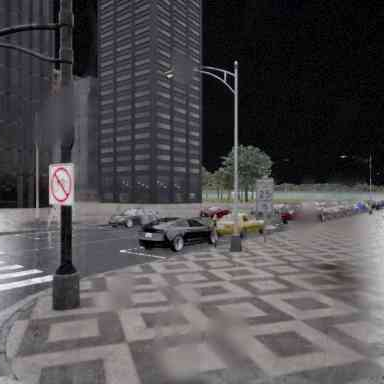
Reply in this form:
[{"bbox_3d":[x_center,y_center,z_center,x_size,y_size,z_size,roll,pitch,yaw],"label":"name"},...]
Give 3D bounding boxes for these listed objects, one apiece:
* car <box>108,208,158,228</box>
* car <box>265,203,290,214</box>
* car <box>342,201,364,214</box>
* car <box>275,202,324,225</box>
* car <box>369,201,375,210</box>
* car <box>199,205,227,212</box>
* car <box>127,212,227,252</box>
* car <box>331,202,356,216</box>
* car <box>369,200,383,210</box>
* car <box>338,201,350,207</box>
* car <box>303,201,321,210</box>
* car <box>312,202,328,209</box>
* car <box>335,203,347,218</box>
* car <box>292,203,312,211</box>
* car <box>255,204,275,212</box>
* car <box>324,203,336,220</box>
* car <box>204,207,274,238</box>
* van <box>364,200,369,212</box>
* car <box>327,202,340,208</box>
[{"bbox_3d":[-4.155,1.844,24.396,2.008,1.369,4.403,-1,-1,36],"label":"car"},{"bbox_3d":[12.244,2.307,47.358,2.008,1.369,4.403,-1,-2,36],"label":"car"},{"bbox_3d":[22.458,2.295,46.994,1.967,1.590,4.097,-1,-2,36],"label":"car"},{"bbox_3d":[9.336,1.792,28.627,2.192,1.841,5.009,-1,-2,36],"label":"car"},{"bbox_3d":[29.020,2.593,56.177,2.008,1.369,4.403,-1,-2,36],"label":"car"},{"bbox_3d":[2.405,2.018,33.582,1.887,1.381,4.507,-1,-2,36],"label":"car"},{"bbox_3d":[-0.502,1.776,14.843,1.947,1.339,4.313,-1,-2,36],"label":"car"},{"bbox_3d":[19.178,2.305,42.398,1.887,1.381,4.507,-1,-2,36],"label":"car"},{"bbox_3d":[35.580,2.540,65.367,2.192,1.841,5.009,-1,-2,36],"label":"car"},{"bbox_3d":[38.487,3.039,84.097,2.008,1.369,4.403,-1,-1,36],"label":"car"},{"bbox_3d":[22.085,2.478,61.137,1.967,1.590,4.097,-1,-2,36],"label":"car"},{"bbox_3d":[25.365,2.675,65.728,1.887,1.381,4.507,-1,-2,36],"label":"car"},{"bbox_3d":[15.902,2.247,37.810,1.802,1.307,4.206,-1,-2,36],"label":"car"},{"bbox_3d":[18.805,2.496,56.543,2.008,1.369,4.403,-1,-2,36],"label":"car"},{"bbox_3d":[8.964,2.212,42.766,2.008,1.369,4.403,-1,-2,36],"label":"car"},{"bbox_3d":[12.617,2.115,33.213,1.887,1.381,4.507,-1,-2,36],"label":"car"},{"bbox_3d":[2.876,1.825,19.574,1.752,1.417,4.829,-1,-2,36],"label":"car"},{"bbox_3d":[25.738,2.290,51.588,1.690,1.788,3.998,-1,-2,36],"label":"van"},{"bbox_3d":[31.926,2.893,74.912,1.802,1.307,4.206,-1,-2,36],"label":"car"}]
